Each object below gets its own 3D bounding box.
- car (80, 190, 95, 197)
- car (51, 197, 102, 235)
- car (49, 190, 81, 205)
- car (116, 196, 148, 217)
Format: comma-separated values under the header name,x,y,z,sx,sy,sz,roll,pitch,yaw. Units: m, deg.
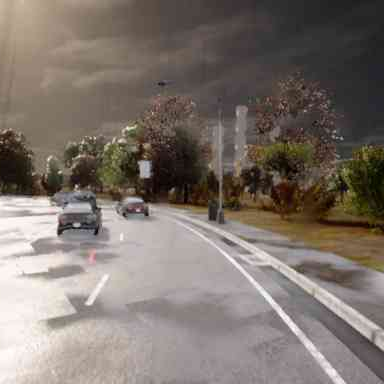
name,x,y,z,sx,sy,sz,roll,pitch,yaw
car,-13.621,0.527,41.055,2.097,1.767,4.553,0,1,-39
car,-5.509,1.192,16.550,1.812,1.442,4.674,0,1,-14
car,-14.037,0.793,35.992,2.033,1.411,5.357,0,1,-34
car,-4.540,1.040,25.087,1.812,1.442,4.674,0,1,-21
